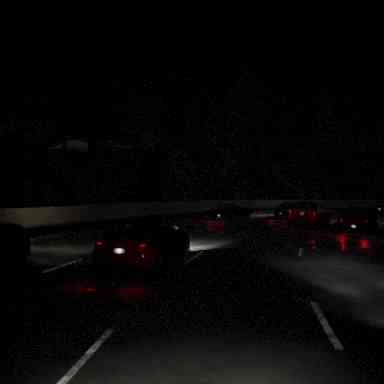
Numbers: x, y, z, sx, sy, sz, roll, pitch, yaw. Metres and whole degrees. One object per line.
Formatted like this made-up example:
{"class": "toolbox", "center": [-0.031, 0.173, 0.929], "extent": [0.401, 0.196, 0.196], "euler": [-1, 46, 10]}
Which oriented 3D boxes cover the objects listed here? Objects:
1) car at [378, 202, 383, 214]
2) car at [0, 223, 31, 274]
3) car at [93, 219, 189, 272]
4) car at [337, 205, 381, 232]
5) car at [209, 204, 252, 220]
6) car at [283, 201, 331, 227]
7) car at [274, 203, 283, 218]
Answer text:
{"class": "car", "center": [21.321, 1.786, 35.979], "extent": [4.181, 1.385, 1.994], "euler": [0, 0, -33]}
{"class": "car", "center": [-6.160, 1.196, 7.506], "extent": [2.150, 2.045, 5.566], "euler": [0, 0, 10]}
{"class": "car", "center": [-1.474, 1.578, 10.969], "extent": [1.994, 1.385, 4.181], "euler": [0, 0, 14]}
{"class": "car", "center": [10.651, 1.719, 21.215], "extent": [1.895, 1.301, 4.718], "euler": [0, 0, 33]}
{"class": "car", "center": [3.581, 1.689, 29.575], "extent": [1.895, 1.301, 4.718], "euler": [0, 0, 37]}
{"class": "car", "center": [8.513, 1.461, 23.944], "extent": [2.097, 1.767, 4.553], "euler": [0, 0, 34]}
{"class": "car", "center": [9.148, 1.653, 30.402], "extent": [1.812, 1.442, 4.674], "euler": [0, 0, 41]}
